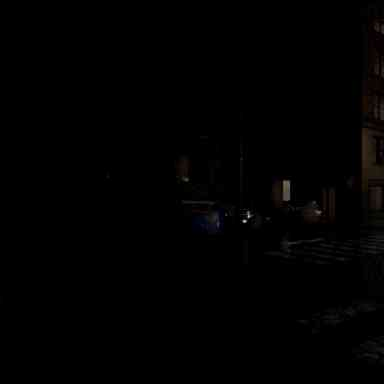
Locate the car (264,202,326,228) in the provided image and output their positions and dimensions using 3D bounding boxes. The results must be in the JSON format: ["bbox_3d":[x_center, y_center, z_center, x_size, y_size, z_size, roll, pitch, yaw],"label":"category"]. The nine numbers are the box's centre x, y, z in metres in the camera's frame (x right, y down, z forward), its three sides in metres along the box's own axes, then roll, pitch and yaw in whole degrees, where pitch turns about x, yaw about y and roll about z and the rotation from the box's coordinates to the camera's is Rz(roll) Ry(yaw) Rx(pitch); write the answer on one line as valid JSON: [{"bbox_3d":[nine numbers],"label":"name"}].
[{"bbox_3d":[6.782,1.423,22.392,1.967,1.590,4.097,0,0,-35],"label":"car"}]

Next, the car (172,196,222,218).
[{"bbox_3d":[0.370,1.292,31.538,2.192,1.841,5.009,0,0,-35],"label":"car"}]

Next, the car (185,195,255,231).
[{"bbox_3d":[1.321,1.215,20.172,2.150,2.045,5.566,0,0,-33],"label":"car"}]

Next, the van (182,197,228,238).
[{"bbox_3d":[-0.189,1.340,17.483,1.690,1.788,3.998,0,0,-35],"label":"van"}]
